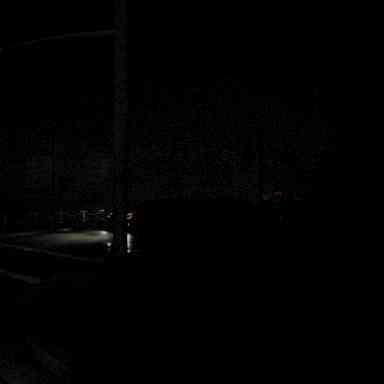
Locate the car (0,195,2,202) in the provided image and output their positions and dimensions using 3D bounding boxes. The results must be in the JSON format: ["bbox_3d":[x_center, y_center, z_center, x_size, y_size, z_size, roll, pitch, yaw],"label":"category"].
[{"bbox_3d":[-41.427,1.298,67.598,2.007,1.523,4.514,0,0,35],"label":"car"}]

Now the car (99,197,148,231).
[{"bbox_3d":[-3.087,1.352,20.594,2.097,1.767,4.553,0,0,35],"label":"car"}]

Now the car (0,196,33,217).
[{"bbox_3d":[-15.847,1.339,26.945,2.007,1.523,4.514,0,0,35],"label":"car"}]

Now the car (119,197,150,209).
[{"bbox_3d":[-7.527,1.384,43.861,1.970,1.475,3.806,0,0,35],"label":"car"}]

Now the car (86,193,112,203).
[{"bbox_3d":[-15.890,1.097,59.048,1.932,1.855,4.605,0,0,35],"label":"car"}]

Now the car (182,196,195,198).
[{"bbox_3d":[-0.805,1.374,48.194,1.845,1.501,3.633,0,0,35],"label":"car"}]

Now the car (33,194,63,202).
[{"bbox_3d":[-28.940,1.153,67.787,2.152,1.636,5.027,0,0,35],"label":"car"}]

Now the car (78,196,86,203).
[{"bbox_3d":[-18.499,1.077,60.391,1.905,1.878,3.866,0,0,35],"label":"car"}]

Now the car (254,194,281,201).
[{"bbox_3d":[8.390,1.218,37.070,2.150,2.045,5.566,0,0,35],"label":"car"}]

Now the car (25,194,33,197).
[{"bbox_3d":[-34.363,1.232,71.233,1.970,1.475,3.806,0,0,35],"label":"car"}]
